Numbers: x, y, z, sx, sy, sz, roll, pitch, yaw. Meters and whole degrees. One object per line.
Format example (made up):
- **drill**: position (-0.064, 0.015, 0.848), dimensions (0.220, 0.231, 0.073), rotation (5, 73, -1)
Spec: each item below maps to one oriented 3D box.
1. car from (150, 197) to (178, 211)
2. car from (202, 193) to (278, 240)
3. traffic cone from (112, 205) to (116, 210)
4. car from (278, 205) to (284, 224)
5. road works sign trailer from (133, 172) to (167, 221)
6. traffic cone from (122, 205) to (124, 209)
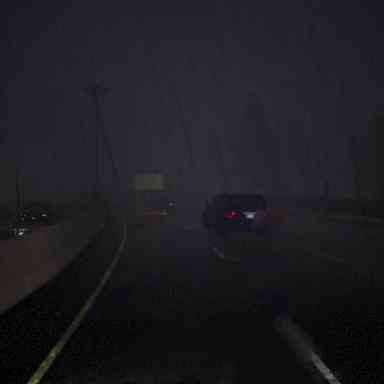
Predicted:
- **car**: position (-3.107, 1.257, 35.626), dimensions (2.033, 1.411, 5.357), rotation (0, 1, -20)
- **car**: position (2.005, 1.078, 16.491), dimensions (2.150, 2.045, 5.566), rotation (0, 0, -9)
- **traffic cone**: position (-8.716, 1.665, 37.136), dimensions (0.340, 0.580, 0.340), rotation (0, 1, -18)
- **car**: position (4.322, 1.153, 22.514), dimensions (2.097, 1.767, 4.553), rotation (0, 1, -12)
- **road works sign trailer**: position (-3.325, 0.261, 25.199), dimensions (2.380, 3.560, 2.880), rotation (0, 1, -18)
- **traffic cone**: position (-7.763, 1.660, 37.440), dimensions (0.340, 0.580, 0.340), rotation (0, 1, -18)
